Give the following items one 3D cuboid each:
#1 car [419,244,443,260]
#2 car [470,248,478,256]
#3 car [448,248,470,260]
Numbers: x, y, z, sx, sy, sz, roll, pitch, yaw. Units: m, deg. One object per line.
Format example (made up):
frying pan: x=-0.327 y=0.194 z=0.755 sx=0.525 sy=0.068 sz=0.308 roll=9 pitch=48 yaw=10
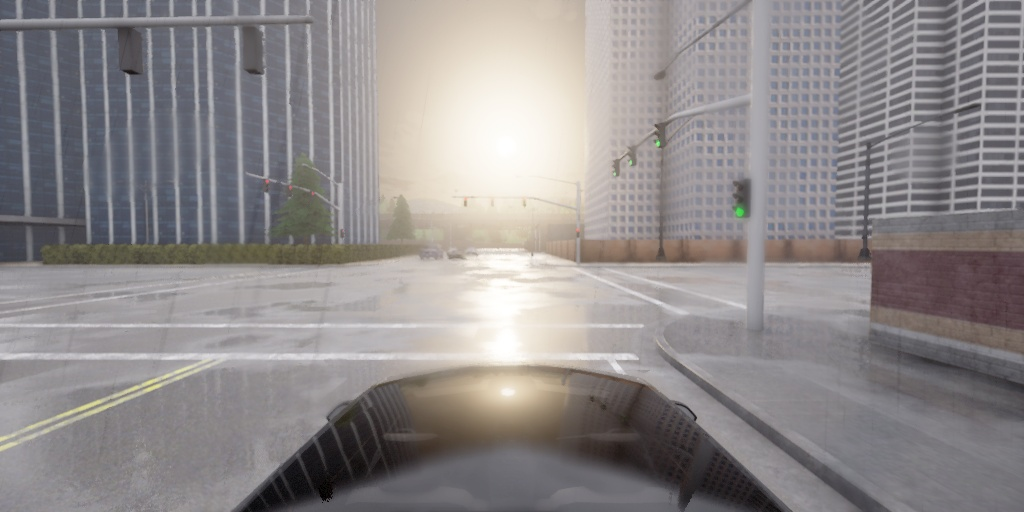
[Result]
car: x=-10.563 y=-0.518 z=47.303 sx=2.150 sy=2.045 sz=5.566 roll=0 pitch=2 yaw=0
car: x=-7.010 y=-0.735 z=63.312 sx=1.812 sy=1.442 sz=4.674 roll=0 pitch=2 yaw=1
car: x=-7.064 y=-0.116 z=46.628 sx=1.895 sy=1.301 sz=4.718 roll=0 pitch=2 yaw=0
